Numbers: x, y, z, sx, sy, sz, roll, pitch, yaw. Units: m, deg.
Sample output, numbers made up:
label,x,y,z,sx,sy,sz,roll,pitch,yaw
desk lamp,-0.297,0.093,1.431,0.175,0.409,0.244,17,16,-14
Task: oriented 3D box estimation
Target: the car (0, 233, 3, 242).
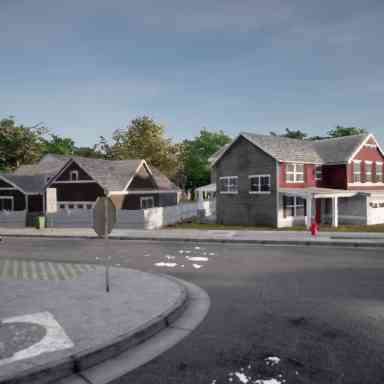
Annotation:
label,x,y,z,sx,sy,sz,roll,pitch,yaw
car,-12.065,2.321,16.967,4.718,1.301,1.895,-2,0,21
